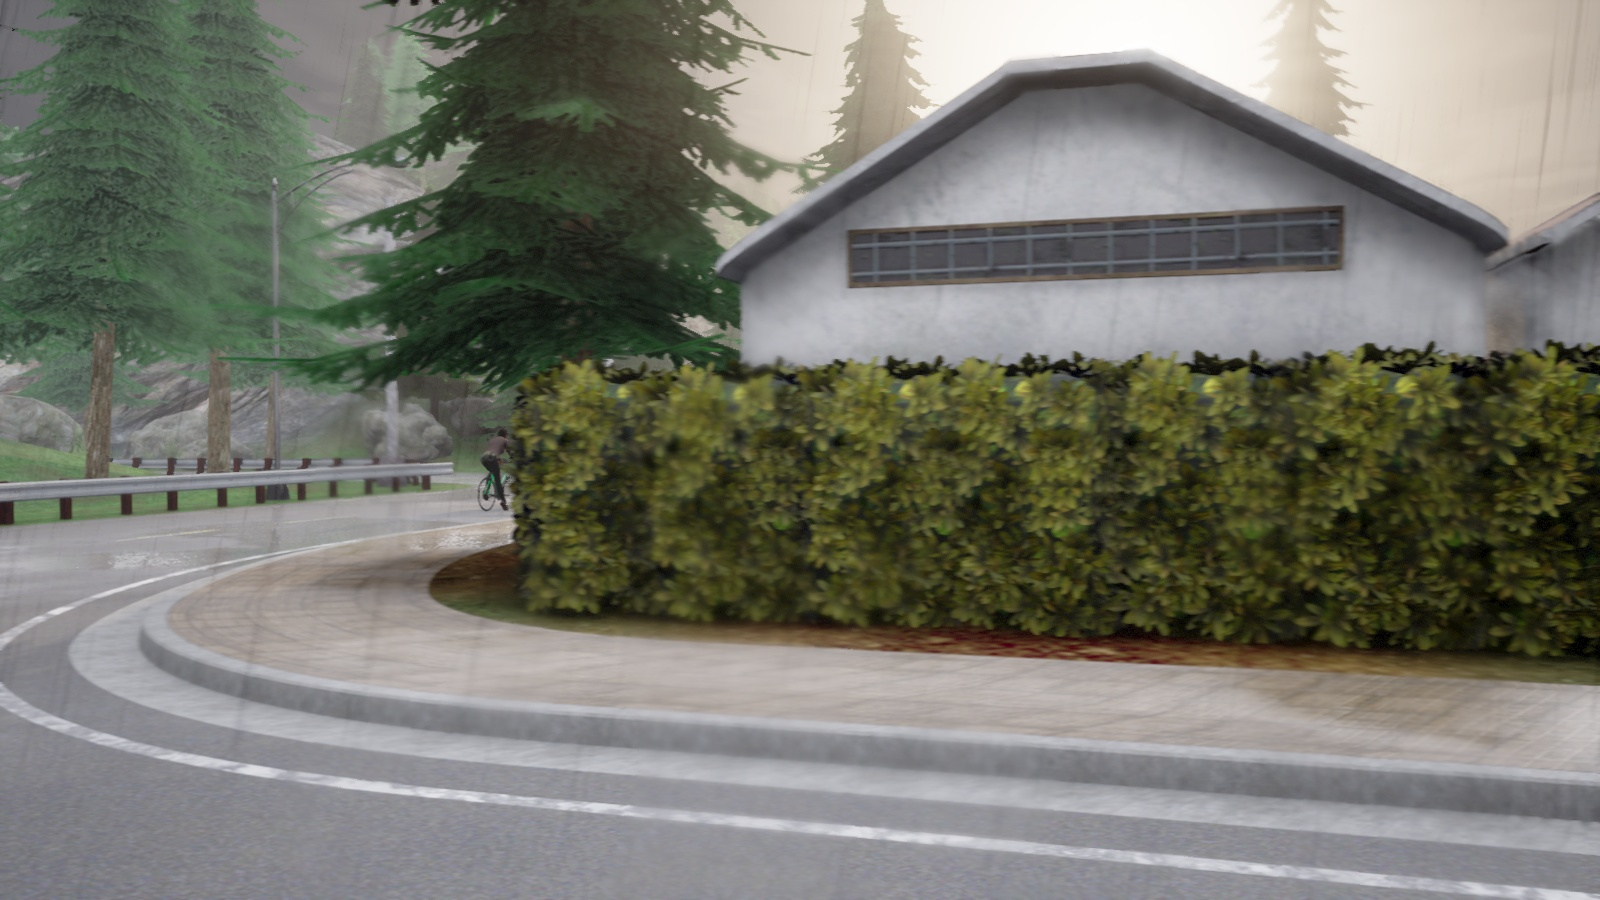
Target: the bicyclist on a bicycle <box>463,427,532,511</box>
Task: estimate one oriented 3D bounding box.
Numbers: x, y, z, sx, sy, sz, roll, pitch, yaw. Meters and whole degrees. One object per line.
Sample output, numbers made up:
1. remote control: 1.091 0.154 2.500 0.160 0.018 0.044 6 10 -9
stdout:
1. bicyclist on a bicycle: -6.050 0.356 25.189 0.582 1.620 1.656 0 1 17
